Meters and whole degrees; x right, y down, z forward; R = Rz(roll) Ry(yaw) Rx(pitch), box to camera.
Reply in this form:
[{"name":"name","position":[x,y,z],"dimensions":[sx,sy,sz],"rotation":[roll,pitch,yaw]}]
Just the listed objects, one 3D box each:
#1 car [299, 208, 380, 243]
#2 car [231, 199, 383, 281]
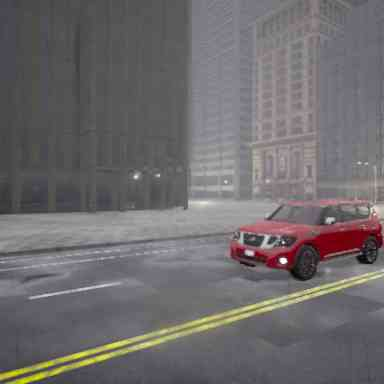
[{"name":"car","position":[7.645,1.625,17.134],"dimensions":[4.181,1.385,1.994],"rotation":[0,0,-36]},{"name":"car","position":[3.764,1.256,10.371],"dimensions":[5.566,2.045,2.150],"rotation":[0,0,-36]}]
